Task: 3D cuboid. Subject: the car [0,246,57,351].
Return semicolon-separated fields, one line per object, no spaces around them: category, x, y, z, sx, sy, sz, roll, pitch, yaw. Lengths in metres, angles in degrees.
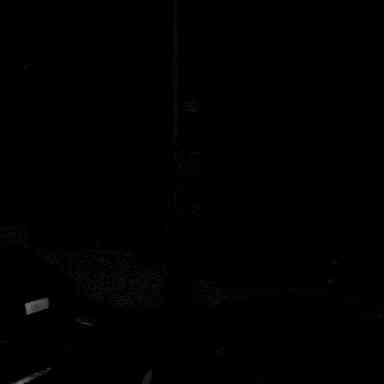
car;-3.823;1.628;5.805;4.313;1.339;1.947;-1;0;35

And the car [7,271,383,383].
car;0.655;1.553;2.611;4.507;1.381;1.887;-1;0;35
